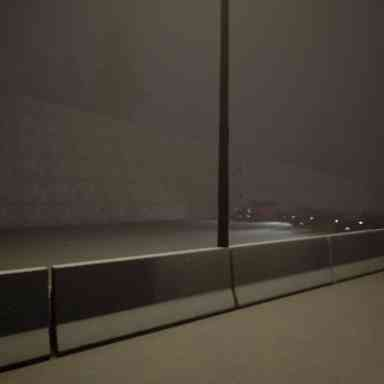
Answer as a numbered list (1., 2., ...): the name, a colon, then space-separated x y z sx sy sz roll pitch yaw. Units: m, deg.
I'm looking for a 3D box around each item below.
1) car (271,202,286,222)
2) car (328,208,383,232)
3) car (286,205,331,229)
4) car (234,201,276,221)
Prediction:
1. car: 8.951 1.781 27.494 4.181 1.385 1.994 1 0 -35
2. car: 10.641 1.791 20.131 4.718 1.301 1.895 1 0 -35
3. car: 9.069 1.796 23.304 4.718 1.301 1.895 1 0 -35
4. car: 5.912 1.556 29.641 4.553 1.767 2.097 1 0 -35
